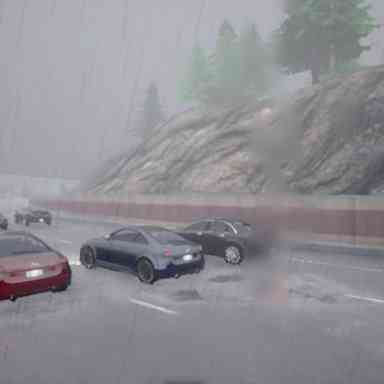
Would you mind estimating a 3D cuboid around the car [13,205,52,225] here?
[{"bbox_3d":[-12.566,1.821,26.134,1.837,1.490,4.892,1,-1,-41],"label":"car"}]

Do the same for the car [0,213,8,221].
[{"bbox_3d":[-13.768,1.810,22.196,1.994,1.385,4.181,1,-1,-42],"label":"car"}]

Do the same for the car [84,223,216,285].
[{"bbox_3d":[-1.627,1.714,10.124,4.181,1.385,1.994,0,-1,41],"label":"car"}]

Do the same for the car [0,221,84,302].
[{"bbox_3d":[-4.757,1.661,8.218,4.181,1.385,1.994,0,-1,42],"label":"car"}]

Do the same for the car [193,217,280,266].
[{"bbox_3d":[0.873,1.712,12.567,4.892,1.490,1.837,0,-1,41],"label":"car"}]
